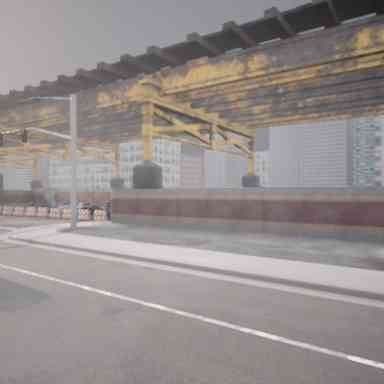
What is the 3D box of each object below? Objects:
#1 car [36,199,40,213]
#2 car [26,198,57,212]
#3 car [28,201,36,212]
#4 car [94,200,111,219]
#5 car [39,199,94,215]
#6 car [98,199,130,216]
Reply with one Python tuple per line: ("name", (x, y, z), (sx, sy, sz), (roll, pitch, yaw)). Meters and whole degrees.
("car", (-11.770, 1.479, 31.850), (4.974, 1.542, 2.038), (0, 0, -1))
("car", (-15.538, 1.326, 34.568), (1.853, 1.218, 4.536), (0, 0, -11))
("car", (-15.528, 1.484, 34.517), (2.038, 1.542, 4.974), (0, 0, -11))
("car", (-6.942, 1.474, 29.376), (2.038, 1.542, 4.974), (0, 0, -26))
("car", (-11.718, 1.322, 31.851), (4.536, 1.218, 1.853), (0, 0, -1))
("car", (-6.965, 1.316, 29.423), (1.853, 1.218, 4.536), (0, 0, -26))
